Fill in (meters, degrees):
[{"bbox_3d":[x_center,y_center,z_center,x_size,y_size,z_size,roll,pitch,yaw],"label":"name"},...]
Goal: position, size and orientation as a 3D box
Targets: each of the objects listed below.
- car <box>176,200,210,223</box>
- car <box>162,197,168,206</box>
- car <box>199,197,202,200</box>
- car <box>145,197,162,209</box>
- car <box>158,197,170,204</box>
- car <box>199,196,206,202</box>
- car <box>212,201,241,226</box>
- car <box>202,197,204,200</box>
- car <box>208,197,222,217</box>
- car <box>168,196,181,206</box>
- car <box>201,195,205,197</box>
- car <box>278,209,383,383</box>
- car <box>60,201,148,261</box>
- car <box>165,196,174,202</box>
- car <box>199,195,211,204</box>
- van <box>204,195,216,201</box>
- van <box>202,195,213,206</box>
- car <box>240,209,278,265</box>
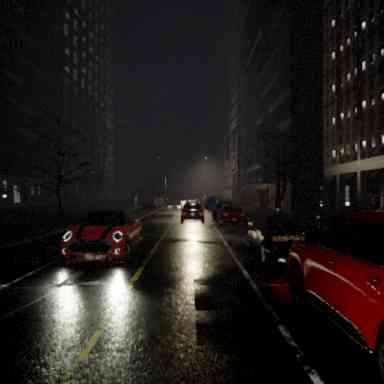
[{"bbox_3d":[0.050,1.611,26.014,2.033,1.411,5.357,0,0,0],"label":"car"},{"bbox_3d":[-5.701,1.683,57.193,2.008,1.369,4.403,1,0,0],"label":"car"},{"bbox_3d":[0.068,1.708,44.904,1.895,1.301,4.718,0,0,0],"label":"car"},{"bbox_3d":[-5.696,1.549,45.908,1.967,1.590,4.097,1,0,0],"label":"car"},{"bbox_3d":[-5.705,1.707,68.478,2.008,1.369,4.403,1,0,0],"label":"car"},{"bbox_3d":[2.671,1.716,85.598,1.752,1.417,4.829,1,0,0],"label":"car"},{"bbox_3d":[2.690,1.602,23.373,1.887,1.381,4.507,1,0,0],"label":"car"},{"bbox_3d":[2.683,1.660,45.938,2.008,1.369,4.403,1,0,0],"label":"car"},{"bbox_3d":[2.690,1.511,29.014,1.967,1.590,4.097,1,0,0],"label":"car"},{"bbox_3d":[-3.026,1.617,60.247,1.882,1.535,5.008,0,0,0],"label":"car"},{"bbox_3d":[2.684,1.436,51.580,2.192,1.841,5.009,1,0,0],"label":"car"},{"bbox_3d":[3.106,1.241,4.860,2.150,2.045,5.566,0,0,0],"label":"car"},{"bbox_3d":[-3.104,1.383,12.280,2.097,1.767,4.553,0,0,0],"label":"car"},{"bbox_3d":[-5.710,1.740,85.407,2.008,1.369,4.403,1,0,0],"label":"car"},{"bbox_3d":[2.679,1.471,68.504,2.192,1.841,5.009,1,0,0],"label":"car"},{"bbox_3d":[2.687,1.438,40.297,1.690,1.788,3.998,1,0,0],"label":"van"},{"bbox_3d":[2.682,1.474,57.222,1.690,1.788,3.998,1,0,0],"label":"van"},{"bbox_3d":[3.136,1.508,11.830,1.882,1.535,5.008,0,0,0],"label":"car"}]
